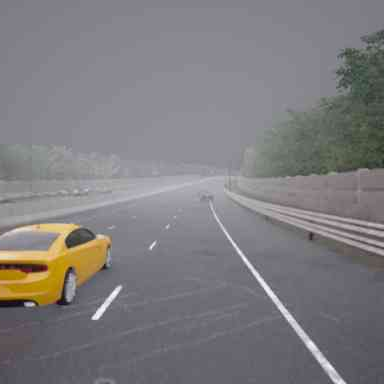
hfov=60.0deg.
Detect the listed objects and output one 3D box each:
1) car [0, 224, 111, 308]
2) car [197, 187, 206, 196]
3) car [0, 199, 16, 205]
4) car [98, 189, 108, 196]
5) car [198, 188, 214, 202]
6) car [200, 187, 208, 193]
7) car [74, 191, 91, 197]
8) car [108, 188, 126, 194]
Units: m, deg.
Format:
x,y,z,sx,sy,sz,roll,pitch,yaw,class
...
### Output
x,y,z,sx,sy,sz,roll,pitch,yaw,class
-3.370,1.507,8.134,1.882,1.535,5.008,0,0,0,car
2.086,0.142,70.728,1.994,1.385,4.181,0,2,4,car
-17.232,1.374,29.010,1.837,1.490,4.892,0,1,2,car
-18.827,0.032,72.280,1.882,1.535,5.008,0,2,3,car
2.399,0.626,52.818,2.097,1.767,4.553,0,2,3,car
3.182,-0.541,87.034,1.812,1.442,4.674,0,3,4,car
-22.558,0.368,68.463,1.895,1.301,4.718,0,2,3,car
-15.441,0.066,70.300,2.097,1.767,4.553,0,2,3,car
